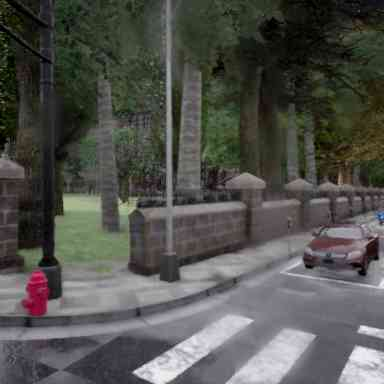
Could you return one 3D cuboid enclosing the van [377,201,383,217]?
[{"bbox_3d":[14.572,1.477,24.140,1.690,1.788,3.998,-1,-1,36],"label":"van"}]

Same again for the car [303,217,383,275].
[{"bbox_3d":[4.899,1.644,10.683,1.802,1.307,4.206,-1,-1,36],"label":"car"}]
